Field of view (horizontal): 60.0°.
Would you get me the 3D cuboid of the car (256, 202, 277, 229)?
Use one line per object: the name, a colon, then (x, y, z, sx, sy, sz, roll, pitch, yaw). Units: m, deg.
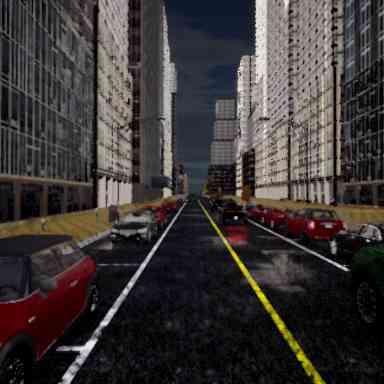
car: (5.733, 1.573, 21.551, 1.887, 1.381, 4.507, 1, 0, 0)

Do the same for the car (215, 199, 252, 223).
car: (3.075, 1.530, 25.543, 1.837, 1.490, 4.892, 0, 0, 1)

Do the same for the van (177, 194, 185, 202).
van: (-2.529, 1.402, 78.482, 1.690, 1.788, 3.998, 1, 0, 0)

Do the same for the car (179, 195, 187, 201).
car: (-2.509, 1.626, 89.860, 2.008, 1.369, 4.403, 1, 0, 0)

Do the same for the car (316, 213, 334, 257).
car: (5.710, 1.571, 10.173, 2.008, 1.369, 4.403, 1, 0, 0)

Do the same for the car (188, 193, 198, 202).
car: (0.149, 1.286, 76.315, 2.150, 2.045, 5.566, 0, 0, 0)

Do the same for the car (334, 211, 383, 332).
car: (3.901, 1.237, 3.710, 2.150, 2.045, 5.566, 0, 0, 0)

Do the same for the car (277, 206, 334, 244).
car: (5.722, 1.464, 15.862, 1.967, 1.590, 4.097, 1, 0, 0)

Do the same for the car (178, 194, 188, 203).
car: (-2.543, 1.605, 72.792, 2.008, 1.369, 4.403, 1, 0, 0)

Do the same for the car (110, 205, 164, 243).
car: (-2.659, 1.554, 15.902, 2.008, 1.369, 4.403, 1, 0, 0)

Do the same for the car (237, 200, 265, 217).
car: (5.757, 1.587, 32.929, 2.008, 1.369, 4.403, 1, 0, 0)

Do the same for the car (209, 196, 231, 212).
car: (3.108, 1.541, 38.694, 1.837, 1.490, 4.892, 0, 0, 1)

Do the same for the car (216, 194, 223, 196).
car: (5.815, 1.588, 61.544, 1.752, 1.417, 4.829, 1, 0, 0)

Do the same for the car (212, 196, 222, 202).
car: (5.849, 1.626, 78.441, 1.887, 1.381, 4.507, 1, 0, 0)

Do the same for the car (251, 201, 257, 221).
car: (5.745, 1.614, 27.241, 1.802, 1.307, 4.206, 1, 0, 0)

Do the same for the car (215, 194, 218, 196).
car: (5.839, 1.390, 72.752, 2.192, 1.841, 5.009, 1, 0, 0)

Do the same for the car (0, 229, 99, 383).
car: (-2.680, 1.437, 4.524, 1.967, 1.590, 4.097, 1, 0, 0)

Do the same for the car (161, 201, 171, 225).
car: (-2.647, 1.552, 21.590, 1.887, 1.381, 4.507, 1, 0, 0)

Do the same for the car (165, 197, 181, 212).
car: (-2.612, 1.565, 38.658, 1.887, 1.381, 4.507, 1, 0, 0)
